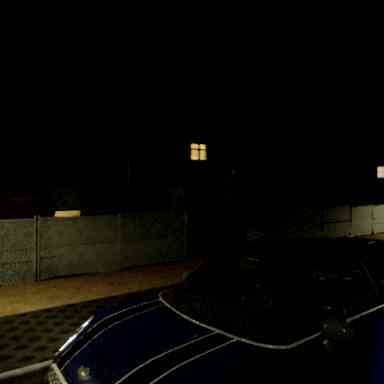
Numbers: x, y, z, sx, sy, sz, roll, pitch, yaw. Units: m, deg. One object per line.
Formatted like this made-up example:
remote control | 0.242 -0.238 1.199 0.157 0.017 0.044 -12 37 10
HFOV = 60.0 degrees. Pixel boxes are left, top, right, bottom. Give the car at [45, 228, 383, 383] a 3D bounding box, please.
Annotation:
car | 0.889 1.361 3.581 4.553 1.767 2.097 0 0 -35
